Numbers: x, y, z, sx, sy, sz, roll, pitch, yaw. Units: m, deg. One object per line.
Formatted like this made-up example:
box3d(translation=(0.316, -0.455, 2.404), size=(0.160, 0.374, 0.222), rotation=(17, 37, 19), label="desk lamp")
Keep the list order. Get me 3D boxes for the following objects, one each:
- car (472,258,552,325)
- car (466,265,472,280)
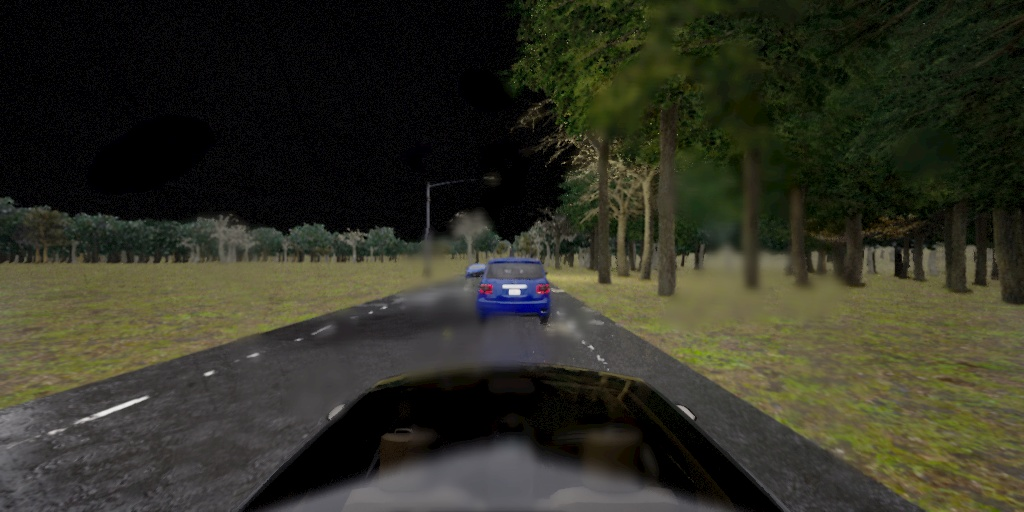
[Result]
box3d(translation=(0.091, 1.076, 12.355), size=(2.150, 2.045, 5.566), rotation=(0, 0, 0), label="car")
box3d(translation=(-3.541, 1.572, 36.573), size=(1.882, 1.535, 5.008), rotation=(0, -1, 0), label="car")
